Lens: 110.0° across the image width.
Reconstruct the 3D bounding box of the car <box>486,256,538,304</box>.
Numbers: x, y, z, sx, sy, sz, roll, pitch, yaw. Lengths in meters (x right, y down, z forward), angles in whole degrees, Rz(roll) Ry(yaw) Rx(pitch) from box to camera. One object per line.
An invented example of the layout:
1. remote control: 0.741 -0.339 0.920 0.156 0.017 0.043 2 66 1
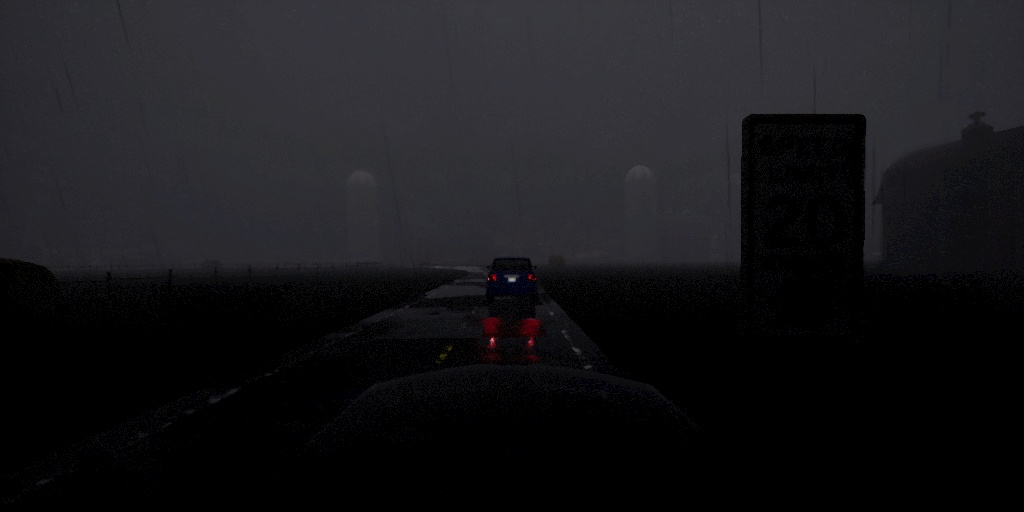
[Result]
1. car: 0.000 1.010 16.533 2.150 2.045 5.566 0 0 0
